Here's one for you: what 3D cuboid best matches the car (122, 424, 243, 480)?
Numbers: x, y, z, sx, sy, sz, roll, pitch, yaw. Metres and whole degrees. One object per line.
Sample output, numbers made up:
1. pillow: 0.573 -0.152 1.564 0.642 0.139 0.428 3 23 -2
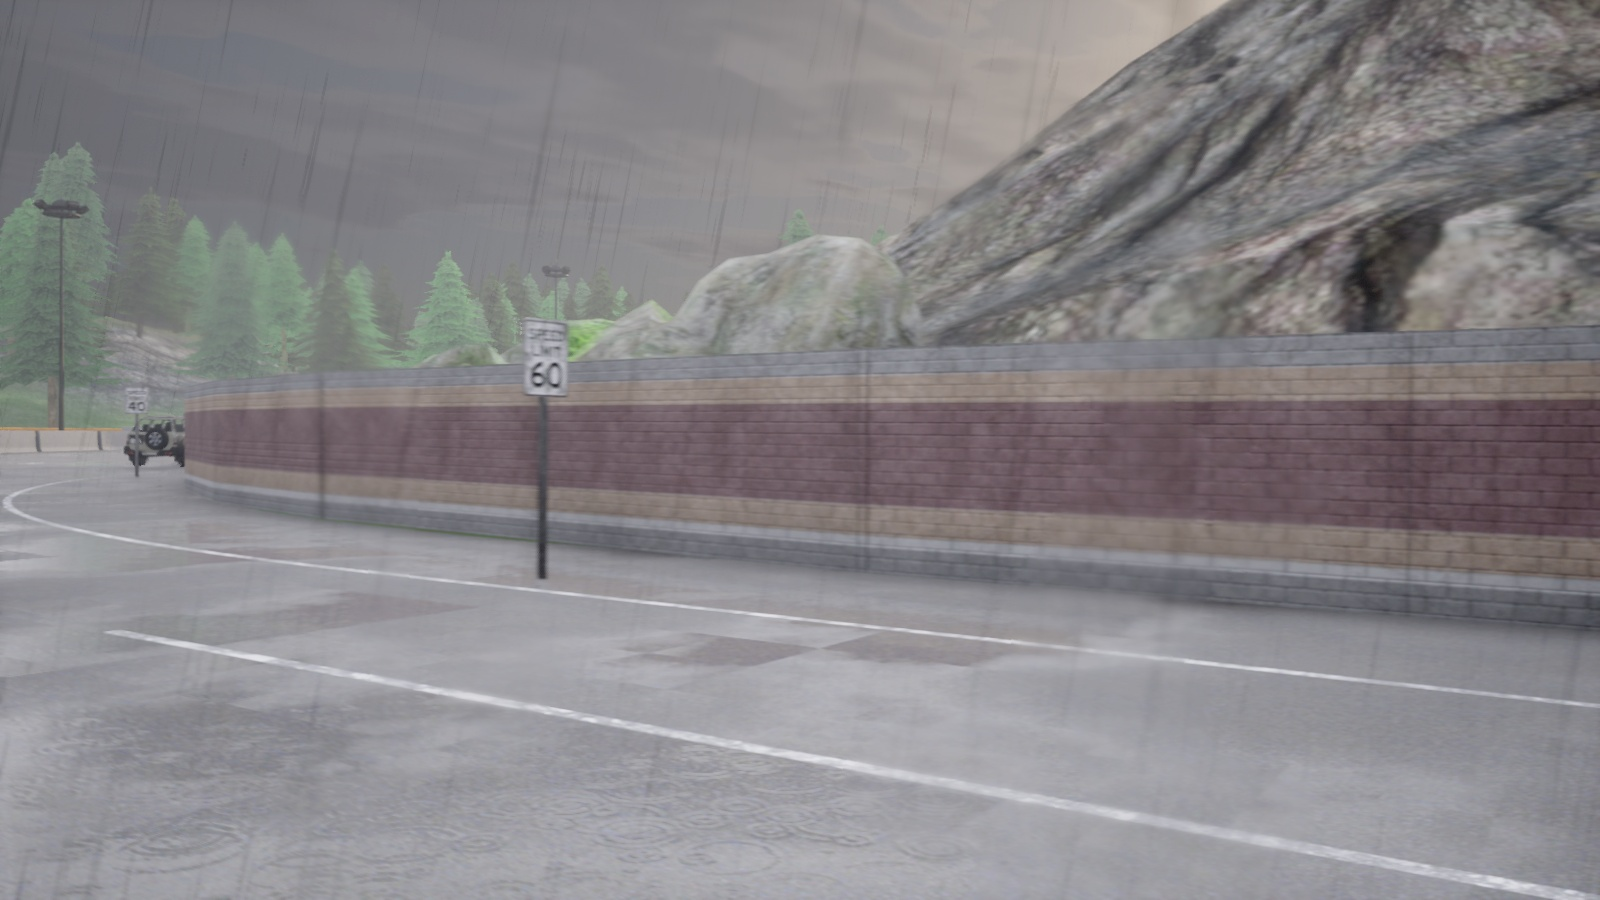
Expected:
1. car: -22.167 0.021 45.297 1.932 1.855 4.605 0 2 2
